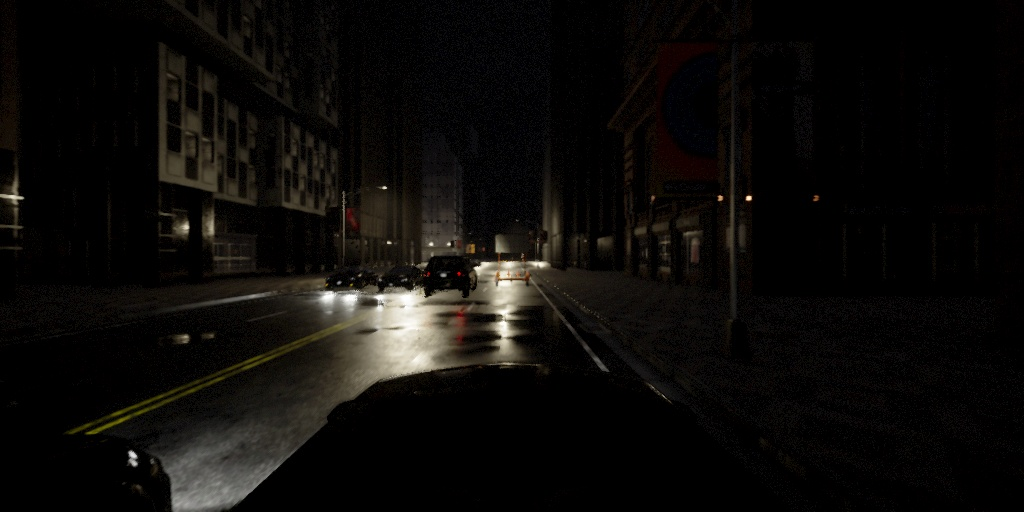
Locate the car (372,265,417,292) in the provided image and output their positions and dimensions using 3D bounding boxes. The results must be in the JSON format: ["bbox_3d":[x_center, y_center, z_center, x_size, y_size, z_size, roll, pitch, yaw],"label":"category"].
[{"bbox_3d":[-6.588,1.291,21.848,1.812,1.442,4.674,0,0,0],"label":"car"}]

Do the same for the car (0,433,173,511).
[{"bbox_3d":[-3.150,1.314,0.520,1.994,1.385,4.181,0,0,0],"label":"car"}]

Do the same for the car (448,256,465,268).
[{"bbox_3d":[-9.745,1.052,63.319,2.150,2.045,5.566,0,0,1],"label":"car"}]

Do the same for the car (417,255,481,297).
[{"bbox_3d":[-3.140,0.984,19.093,2.150,2.045,5.566,0,0,0],"label":"car"}]

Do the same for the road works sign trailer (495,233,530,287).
[{"bbox_3d":[0.012,0.233,24.597,2.380,3.560,2.880,0,0,0],"label":"road works sign trailer"}]

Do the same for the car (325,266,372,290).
[{"bbox_3d":[-9.837,1.329,22.383,1.994,1.385,4.181,0,0,0],"label":"car"}]

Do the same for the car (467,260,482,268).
[{"bbox_3d":[-6.492,1.362,63.365,2.033,1.411,5.357,0,0,1],"label":"car"}]
